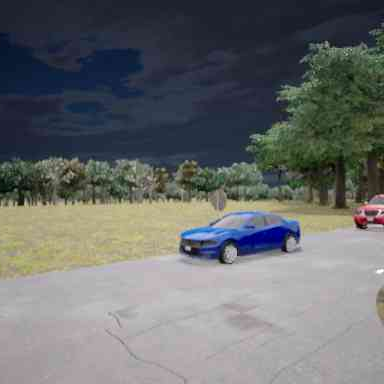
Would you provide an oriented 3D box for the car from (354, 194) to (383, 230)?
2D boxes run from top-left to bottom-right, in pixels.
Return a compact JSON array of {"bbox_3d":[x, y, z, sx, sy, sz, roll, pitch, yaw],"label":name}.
[{"bbox_3d":[11.810,1.146,19.661,5.566,2.045,2.150,0,-1,-37],"label":"car"}]

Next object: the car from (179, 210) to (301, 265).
[{"bbox_3d":[1.818,1.442,11.722,5.008,1.535,1.882,0,-1,-39],"label":"car"}]
